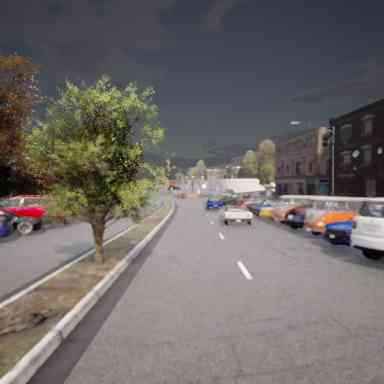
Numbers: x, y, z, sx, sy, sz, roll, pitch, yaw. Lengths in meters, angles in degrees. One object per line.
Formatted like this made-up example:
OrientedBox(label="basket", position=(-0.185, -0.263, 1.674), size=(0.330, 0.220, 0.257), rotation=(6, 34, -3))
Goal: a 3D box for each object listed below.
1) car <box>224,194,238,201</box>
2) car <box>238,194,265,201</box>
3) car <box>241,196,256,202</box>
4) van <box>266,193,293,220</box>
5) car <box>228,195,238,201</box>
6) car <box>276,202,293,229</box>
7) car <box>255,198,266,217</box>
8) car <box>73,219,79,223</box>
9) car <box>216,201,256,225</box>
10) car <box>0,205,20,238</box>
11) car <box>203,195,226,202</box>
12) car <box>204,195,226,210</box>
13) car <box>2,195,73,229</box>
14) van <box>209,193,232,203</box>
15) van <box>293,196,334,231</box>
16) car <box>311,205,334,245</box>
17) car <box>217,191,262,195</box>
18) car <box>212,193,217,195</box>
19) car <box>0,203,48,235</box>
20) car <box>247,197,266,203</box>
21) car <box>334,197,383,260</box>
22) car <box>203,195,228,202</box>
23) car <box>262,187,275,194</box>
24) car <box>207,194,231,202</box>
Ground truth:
OrientedBox(label="car", position=(7.273, 1.445, 46.871), size=(5.008, 1.535, 2.097), rotation=(1, 0, -23))
OrientedBox(label="car", position=(7.606, 1.331, 34.791), size=(4.553, 1.767, 2.185), rotation=(1, 0, -21))
OrientedBox(label="car", position=(7.665, 1.461, 31.772), size=(4.892, 1.521, 2.231), rotation=(1, 0, -21))
OrientedBox(label="van", position=(7.642, 1.240, 22.683), size=(4.442, 1.987, 1.878), rotation=(1, 0, -20))
OrientedBox(label="car", position=(7.478, 1.450, 40.837), size=(5.008, 1.535, 2.097), rotation=(1, 0, -22))
OrientedBox(label="car", position=(7.781, 1.499, 19.727), size=(4.792, 1.488, 2.163), rotation=(1, 0, -20))
OrientedBox(label="car", position=(7.907, 1.464, 25.811), size=(5.366, 1.575, 1.946), rotation=(1, 0, -20))
OrientedBox(label="car", position=(-10.287, 1.488, 23.490), size=(5.366, 1.575, 1.946), rotation=(-1, 0, -20))
OrientedBox(label="car", position=(3.076, 1.585, 24.188), size=(1.895, 1.301, 4.718), rotation=(0, 0, 0))
OrientedBox(label="car", position=(-10.466, 1.527, 14.485), size=(4.792, 1.488, 2.163), rotation=(-1, 0, -20))
OrientedBox(label="car", position=(5.283, 1.453, 76.973), size=(4.792, 1.488, 2.163), rotation=(1, 0, -26))
OrientedBox(label="car", position=(2.734, 1.449, 42.457), size=(1.882, 1.535, 5.008), rotation=(0, 0, -2))
OrientedBox(label="car", position=(-10.476, 1.243, 20.436), size=(5.566, 2.045, 2.435), rotation=(-1, 0, -20))
OrientedBox(label="van", position=(5.836, 1.198, 67.925), size=(4.442, 1.987, 1.878), rotation=(1, 0, -25))
OrientedBox(label="van", position=(7.652, 1.244, 16.658), size=(4.442, 1.987, 1.878), rotation=(1, 0, -20))
OrientedBox(label="car", position=(7.760, 1.474, 13.694), size=(5.008, 1.535, 2.097), rotation=(1, 0, -20))
OrientedBox(label="car", position=(7.109, 1.190, 49.875), size=(5.566, 2.045, 2.435), rotation=(1, 0, -23))
OrientedBox(label="car", position=(6.401, 1.471, 61.956), size=(4.674, 1.452, 2.002), rotation=(1, 0, -24))
OrientedBox(label="car", position=(-10.417, 1.525, 17.488), size=(4.792, 1.488, 2.163), rotation=(-1, 0, -20))
OrientedBox(label="car", position=(7.722, 1.462, 28.753), size=(5.008, 1.535, 2.097), rotation=(1, 0, -21))
OrientedBox(label="car", position=(7.783, 1.225, 10.702), size=(5.566, 2.045, 2.435), rotation=(1, 0, -20))
OrientedBox(label="car", position=(5.228, 1.415, 73.913), size=(5.366, 1.575, 1.946), rotation=(1, 0, -26))
OrientedBox(label="car", position=(19.917, 0.128, 89.161), size=(2.002, 1.452, 4.674), rotation=(-7, 4, -30))
OrientedBox(label="car", position=(5.706, 1.297, 70.998), size=(4.553, 1.767, 2.185), rotation=(1, 0, -25))
